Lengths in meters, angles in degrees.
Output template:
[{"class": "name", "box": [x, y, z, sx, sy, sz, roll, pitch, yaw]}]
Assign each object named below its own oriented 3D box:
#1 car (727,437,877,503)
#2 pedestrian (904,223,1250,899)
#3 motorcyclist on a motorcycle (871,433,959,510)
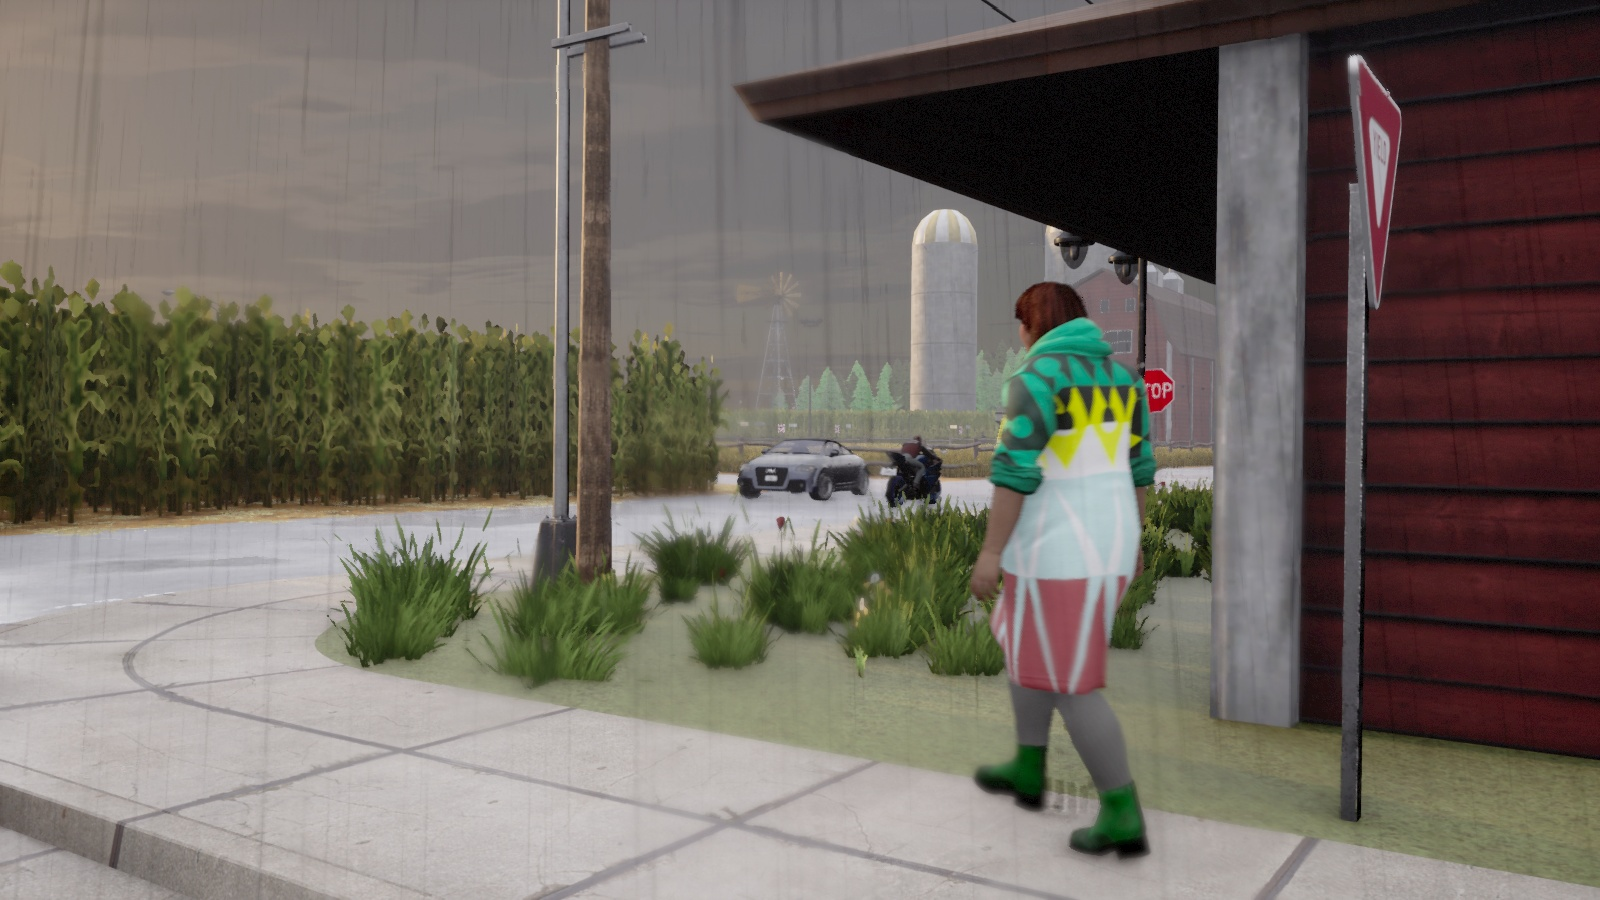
[{"class": "car", "box": [0.135, 0.420, 29.336, 1.994, 1.385, 4.181, 0, 1, 23]}, {"class": "pedestrian", "box": [0.893, 0.329, 4.098, 0.659, 1.952, 0.873, -1, 1, -43]}, {"class": "motorcyclist on a motorcycle", "box": [2.434, 0.412, 26.318, 0.866, 1.530, 2.191, 0, 1, 34]}]
